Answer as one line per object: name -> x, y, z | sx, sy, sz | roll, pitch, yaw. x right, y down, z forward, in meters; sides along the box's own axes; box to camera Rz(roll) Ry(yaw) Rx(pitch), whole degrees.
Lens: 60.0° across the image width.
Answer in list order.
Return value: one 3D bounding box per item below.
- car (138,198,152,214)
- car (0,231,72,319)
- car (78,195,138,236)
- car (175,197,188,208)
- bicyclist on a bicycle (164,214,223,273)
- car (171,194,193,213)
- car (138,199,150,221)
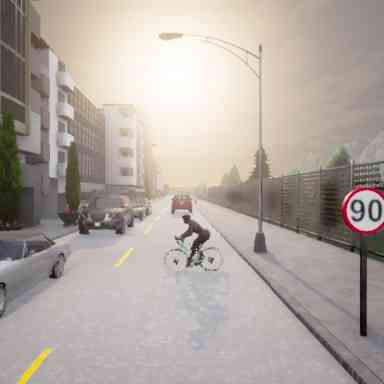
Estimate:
car -> -5.085, 1.350, 32.061 | 2.097, 1.767, 4.553 | 0, 0, -1
car -> -4.290, 1.600, 7.248 | 1.895, 1.301, 4.718 | 0, 0, -2
car -> -4.681, 1.220, 18.900 | 2.150, 2.045, 5.566 | 0, 0, -2
car -> -1.562, 1.475, 49.241 | 1.882, 1.535, 5.008 | 0, 0, -1
bicyclist on a bicycle -> 0.028, 1.437, 9.237 | 1.656, 1.620, 0.582 | -2, 0, -2
car -> -1.109, 1.222, 36.392 | 2.150, 2.045, 5.566 | 0, 0, -2
car -> -4.861, 1.562, 27.084 | 1.994, 1.385, 4.181 | 0, 0, -2
